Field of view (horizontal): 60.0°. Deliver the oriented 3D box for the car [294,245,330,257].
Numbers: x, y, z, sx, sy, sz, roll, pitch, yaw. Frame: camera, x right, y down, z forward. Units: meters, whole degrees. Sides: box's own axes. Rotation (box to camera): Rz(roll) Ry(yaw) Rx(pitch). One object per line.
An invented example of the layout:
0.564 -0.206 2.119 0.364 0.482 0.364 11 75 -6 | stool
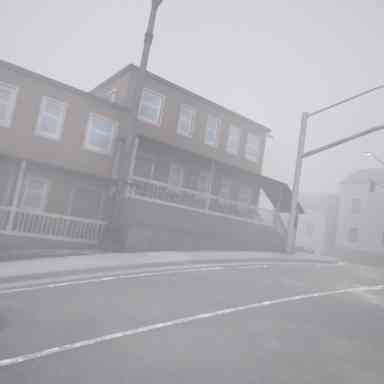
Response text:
9.808 5.500 29.200 2.097 1.767 4.553 13 -16 -34 | car
